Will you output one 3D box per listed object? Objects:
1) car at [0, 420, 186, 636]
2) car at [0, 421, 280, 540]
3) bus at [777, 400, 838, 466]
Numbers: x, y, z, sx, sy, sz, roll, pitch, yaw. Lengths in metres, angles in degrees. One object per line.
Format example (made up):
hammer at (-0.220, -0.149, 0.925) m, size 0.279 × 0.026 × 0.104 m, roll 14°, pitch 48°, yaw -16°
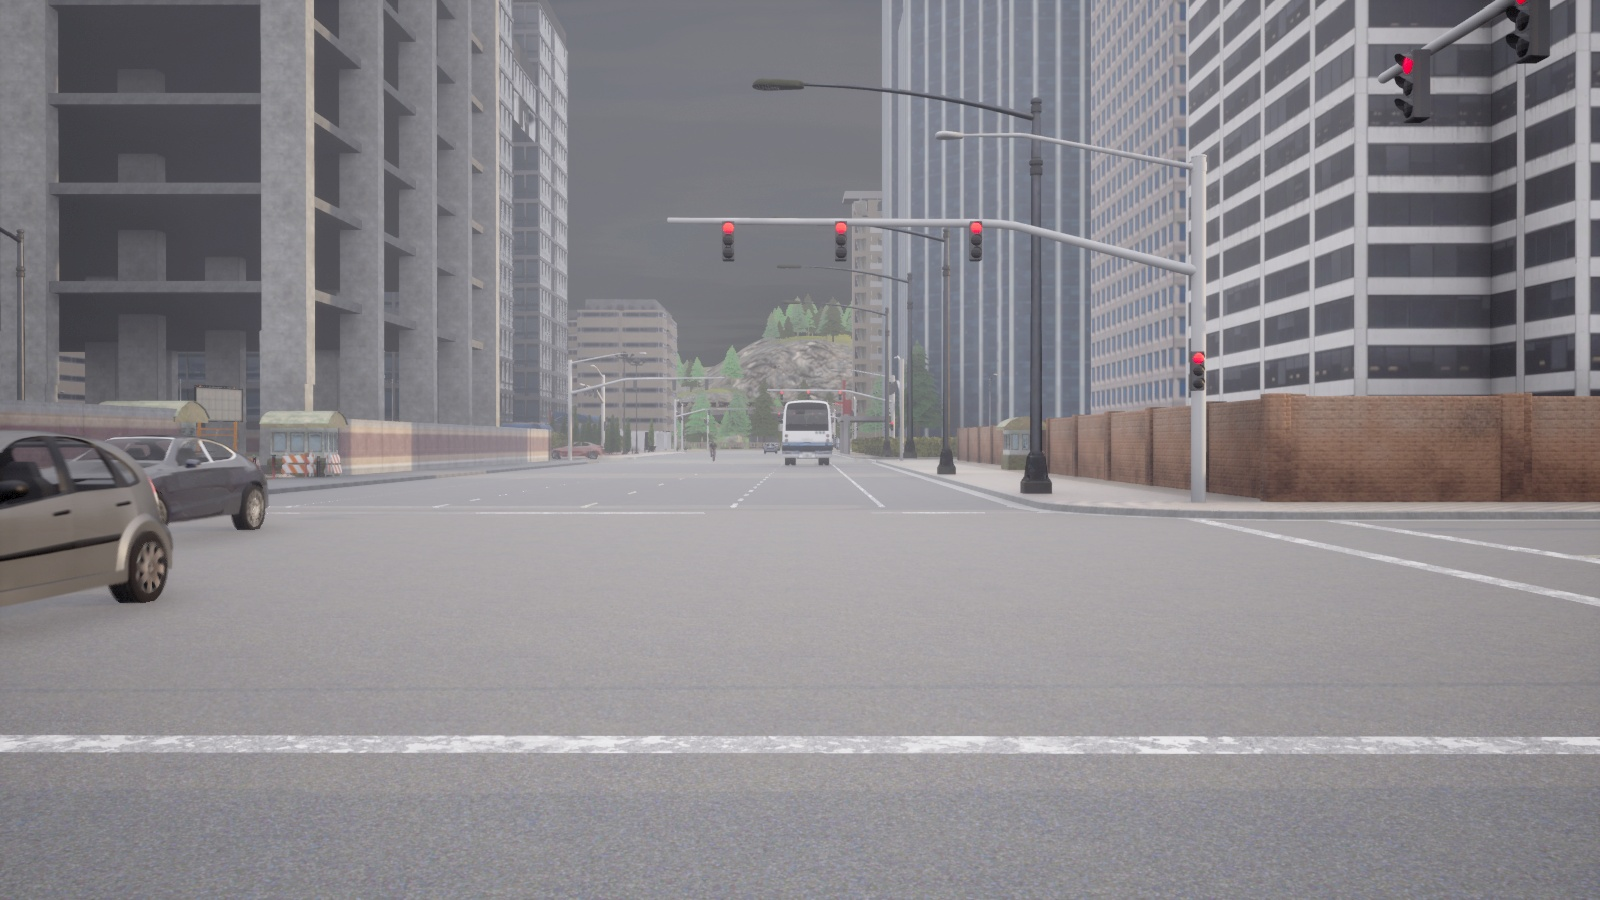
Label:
car at (-6.928, 0.581, 10.267) m, size 1.851 × 1.617 × 3.988 m, roll 0°, pitch 0°, yaw 0°
car at (-10.376, 0.404, 19.925) m, size 2.152 × 1.651 × 5.027 m, roll 0°, pitch 0°, yaw 0°
bus at (0.487, -1.117, 86.421) m, size 3.944 × 4.253 × 10.273 m, roll 0°, pitch 0°, yaw 0°
